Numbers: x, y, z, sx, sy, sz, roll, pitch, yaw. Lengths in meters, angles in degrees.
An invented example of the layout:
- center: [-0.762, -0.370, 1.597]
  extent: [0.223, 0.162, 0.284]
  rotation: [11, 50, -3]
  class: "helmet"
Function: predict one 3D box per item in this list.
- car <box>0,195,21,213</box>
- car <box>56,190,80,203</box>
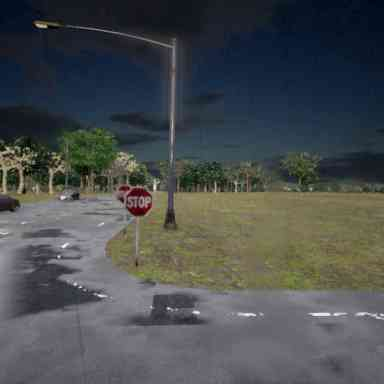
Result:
- center: [-14.459, 0.895, 24.220]
  extent: [2.033, 1.411, 5.357]
  rotation: [1, 1, -4]
  class: "car"
- center: [-15.548, 0.505, 42.056]
  extent: [2.128, 1.511, 4.902]
  rotation: [1, 1, -3]
  class: "car"
